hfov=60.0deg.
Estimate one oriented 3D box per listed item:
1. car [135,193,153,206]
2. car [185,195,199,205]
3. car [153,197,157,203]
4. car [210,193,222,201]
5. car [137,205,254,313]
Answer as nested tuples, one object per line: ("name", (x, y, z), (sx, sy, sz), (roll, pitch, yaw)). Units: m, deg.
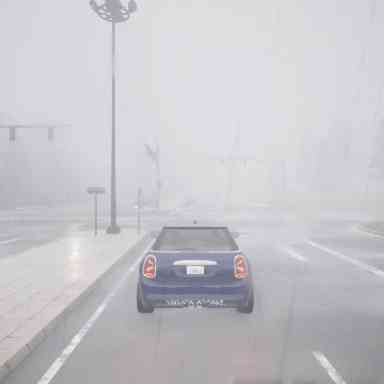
("car", (-8.265, 1.352, 55.982), (2.097, 1.767, 4.553), (0, 0, -1))
("car", (-0.157, 1.525, 54.623), (1.812, 1.442, 4.674), (0, 0, -1))
("car", (-8.363, 1.547, 65.596), (2.033, 1.411, 5.357), (0, 0, 0))
("car", (6.363, 1.214, 84.913), (2.150, 2.045, 5.566), (0, 0, -1))
("car", (0.072, 1.352, 7.803), (2.097, 1.767, 4.553), (0, 0, 0))
